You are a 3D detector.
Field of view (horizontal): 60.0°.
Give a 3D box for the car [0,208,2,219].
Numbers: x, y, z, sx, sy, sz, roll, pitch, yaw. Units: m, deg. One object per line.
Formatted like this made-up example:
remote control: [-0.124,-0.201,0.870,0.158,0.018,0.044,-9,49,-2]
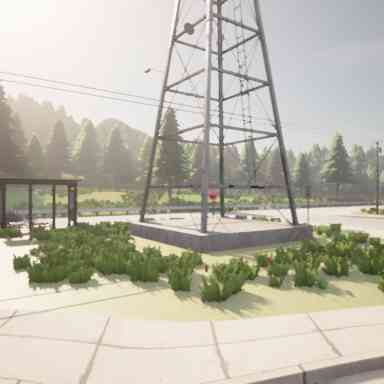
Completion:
car: [-13.075,1.347,20.676,4.553,1.767,2.097,0,0,-34]
